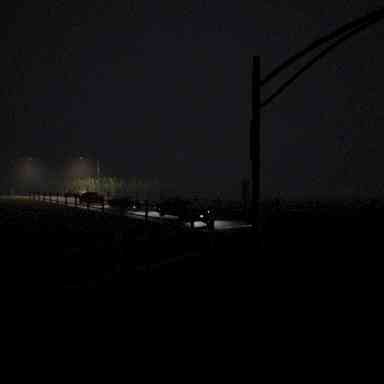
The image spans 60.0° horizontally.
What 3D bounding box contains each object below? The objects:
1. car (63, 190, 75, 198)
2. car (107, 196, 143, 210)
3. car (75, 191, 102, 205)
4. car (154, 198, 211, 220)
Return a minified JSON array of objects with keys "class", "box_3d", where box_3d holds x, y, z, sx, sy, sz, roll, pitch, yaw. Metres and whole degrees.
[{"class":"car","box_3d":[-22.525,0.355,62.016,1.882,1.535,5.008,0,1,-35]},{"class":"car","box_3d":[-6.591,1.051,32.613,1.895,1.301,4.718,0,1,-35]},{"class":"car","box_3d":[-12.453,0.743,41.068,1.882,1.535,5.008,0,1,-35]},{"class":"car","box_3d":[-0.855,1.180,24.361,2.033,1.411,5.357,0,1,-35]}]
